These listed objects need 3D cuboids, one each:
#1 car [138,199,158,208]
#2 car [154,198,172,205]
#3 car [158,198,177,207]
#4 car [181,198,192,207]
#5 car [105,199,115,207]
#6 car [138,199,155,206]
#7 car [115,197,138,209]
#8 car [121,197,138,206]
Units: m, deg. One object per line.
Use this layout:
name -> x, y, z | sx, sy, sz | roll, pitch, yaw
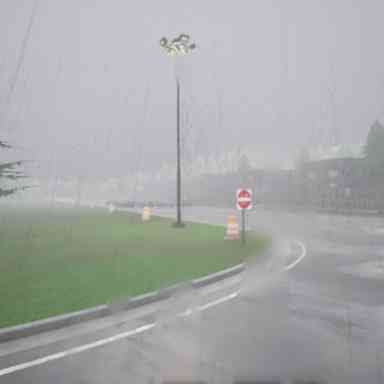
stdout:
car -> -7.954, 2.031, 56.933 | 1.895, 1.301, 4.718 | 0, 0, -26
car -> -6.084, 1.920, 68.940 | 2.033, 1.411, 5.357 | 0, 0, -26
car -> -4.798, 1.981, 58.450 | 1.994, 1.385, 4.181 | 0, 0, -25
car -> -1.667, 1.909, 60.008 | 1.837, 1.490, 4.892 | 0, 0, -25
car -> -15.519, 2.039, 64.334 | 1.837, 1.490, 4.892 | 0, 0, -26
car -> -9.241, 2.124, 67.430 | 1.895, 1.301, 4.718 | 0, 0, -26
car -> -10.902, 1.945, 54.988 | 1.837, 1.490, 4.892 | 0, 0, -26
car -> -12.362, 1.873, 65.843 | 2.097, 1.767, 4.553 | 0, 0, -26
